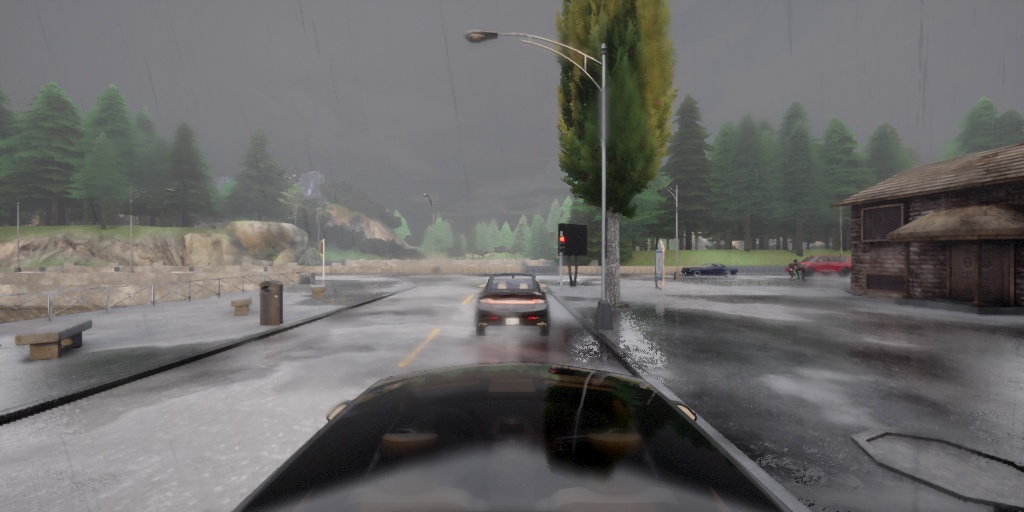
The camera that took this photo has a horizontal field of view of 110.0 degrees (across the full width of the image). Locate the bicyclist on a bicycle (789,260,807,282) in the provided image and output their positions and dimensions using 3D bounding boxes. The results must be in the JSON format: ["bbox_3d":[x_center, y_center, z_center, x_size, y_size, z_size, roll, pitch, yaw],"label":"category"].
[{"bbox_3d":[20.957,1.094,26.330,0.582,1.620,1.656,-1,0,0],"label":"bicyclist on a bicycle"}]

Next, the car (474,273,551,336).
[{"bbox_3d":[0.031,1.241,10.386,2.128,1.511,4.902,0,0,0],"label":"car"}]

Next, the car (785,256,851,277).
[{"bbox_3d":[29.781,0.971,34.733,5.566,2.045,2.150,0,0,0],"label":"car"}]

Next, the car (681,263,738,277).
[{"bbox_3d":[19.020,1.351,34.733,4.718,1.301,1.895,0,0,0],"label":"car"}]
